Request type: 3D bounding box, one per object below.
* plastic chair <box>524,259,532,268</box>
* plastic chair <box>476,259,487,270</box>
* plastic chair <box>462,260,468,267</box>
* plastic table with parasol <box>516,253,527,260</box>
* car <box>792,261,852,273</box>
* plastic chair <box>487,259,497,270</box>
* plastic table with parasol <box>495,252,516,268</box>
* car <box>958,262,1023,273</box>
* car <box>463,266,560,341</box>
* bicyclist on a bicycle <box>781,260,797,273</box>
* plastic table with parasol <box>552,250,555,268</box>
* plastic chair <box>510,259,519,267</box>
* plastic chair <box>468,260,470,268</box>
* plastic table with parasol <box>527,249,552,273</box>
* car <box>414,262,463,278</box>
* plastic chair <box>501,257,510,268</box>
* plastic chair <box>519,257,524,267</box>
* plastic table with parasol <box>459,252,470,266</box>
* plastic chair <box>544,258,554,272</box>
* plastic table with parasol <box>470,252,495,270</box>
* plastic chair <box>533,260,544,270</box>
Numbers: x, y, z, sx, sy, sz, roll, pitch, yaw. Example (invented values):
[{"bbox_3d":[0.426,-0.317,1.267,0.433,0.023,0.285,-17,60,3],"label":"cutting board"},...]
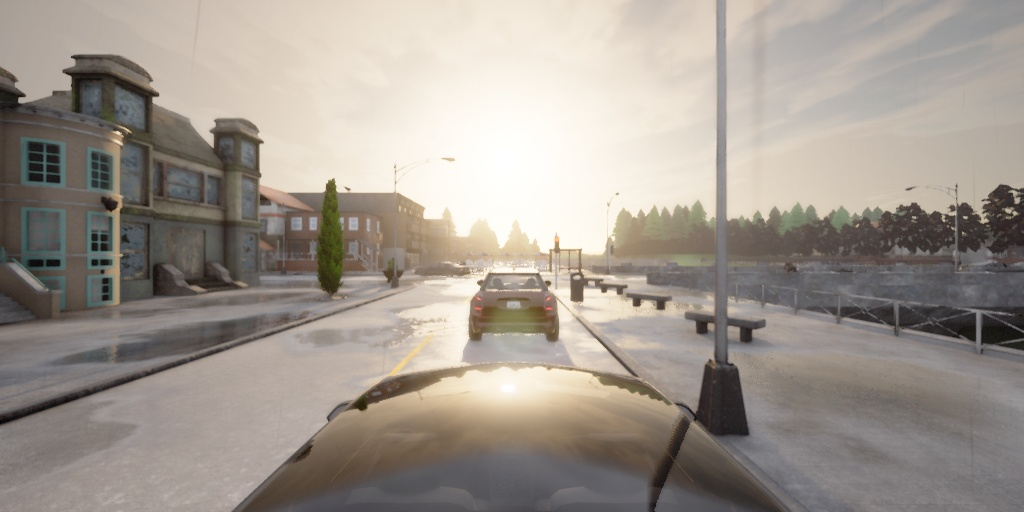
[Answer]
[{"bbox_3d":[2.394,1.254,49.289,0.730,1.272,0.750,0,0,0],"label":"plastic chair"},{"bbox_3d":[-4.208,1.254,48.811,0.750,1.272,0.730,0,0,0],"label":"plastic chair"},{"bbox_3d":[-6.882,1.251,55.451,0.750,1.272,0.730,0,0,0],"label":"plastic chair"},{"bbox_3d":[1.364,0.642,64.603,2.482,2.480,2.482,0,0,0],"label":"plastic table with parasol"},{"bbox_3d":[29.387,1.224,34.103,4.902,1.511,2.128,0,0,0],"label":"car"},{"bbox_3d":[-2.804,1.254,49.906,0.730,1.272,0.750,0,0,0],"label":"plastic chair"},{"bbox_3d":[-1.031,0.646,57.000,2.482,2.480,2.482,0,0,0],"label":"plastic table with parasol"},{"bbox_3d":[40.463,1.240,29.961,4.892,1.490,1.837,0,0,1],"label":"car"},{"bbox_3d":[0.065,1.098,10.056,2.097,1.767,4.553,0,0,1],"label":"car"},{"bbox_3d":[19.888,1.086,25.738,0.582,1.620,1.656,0,0,0],"label":"bicyclist on a bicycle"},{"bbox_3d":[5.172,0.645,57.880,2.482,2.480,2.482,0,0,0],"label":"plastic table with parasol"},{"bbox_3d":[0.319,1.250,56.896,0.730,1.272,0.750,0,0,0],"label":"plastic chair"},{"bbox_3d":[-5.404,1.254,50.115,0.730,1.272,0.750,0,0,0],"label":"plastic chair"},{"bbox_3d":[3.734,0.650,49.255,2.482,2.480,2.482,0,0,0],"label":"plastic table with parasol"},{"bbox_3d":[-6.548,1.280,33.590,5.357,1.411,2.033,0,0,23],"label":"car"},{"bbox_3d":[-1.085,1.251,55.801,0.750,1.272,0.730,0,0,0],"label":"plastic chair"},{"bbox_3d":[1.243,1.246,63.425,0.750,1.272,0.730,0,0,0],"label":"plastic chair"},{"bbox_3d":[-6.952,0.646,56.630,2.482,2.480,2.482,0,0,0],"label":"plastic table with parasol"},{"bbox_3d":[4.993,1.254,49.081,0.730,1.272,0.750,0,0,0],"label":"plastic chair"},{"bbox_3d":[-4.084,0.650,50.030,2.482,2.480,2.482,0,0,0],"label":"plastic table with parasol"},{"bbox_3d":[3.590,1.255,47.985,0.750,1.272,0.730,0,0,0],"label":"plastic chair"}]
